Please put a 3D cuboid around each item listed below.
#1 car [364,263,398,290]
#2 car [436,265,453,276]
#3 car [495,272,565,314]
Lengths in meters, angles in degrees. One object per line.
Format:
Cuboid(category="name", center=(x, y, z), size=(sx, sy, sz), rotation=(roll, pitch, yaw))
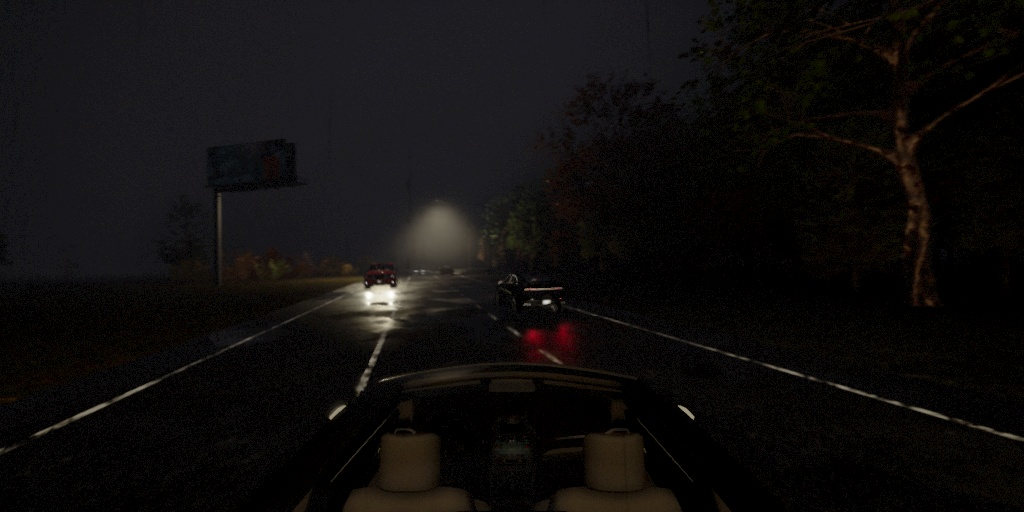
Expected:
Cuboid(category="car", center=(-10.350, 1.545, 28.669), size=(2.150, 2.045, 5.566), rotation=(-1, -1, -15))
Cuboid(category="car", center=(-10.086, 2.167, 54.856), size=(1.882, 1.535, 5.008), rotation=(-1, -1, -15))
Cuboid(category="car", center=(0.579, 1.424, 14.854), size=(2.128, 1.511, 4.902), rotation=(-1, -1, -15))
